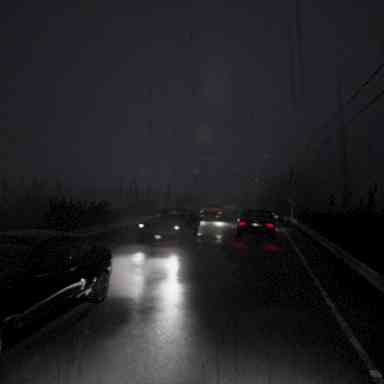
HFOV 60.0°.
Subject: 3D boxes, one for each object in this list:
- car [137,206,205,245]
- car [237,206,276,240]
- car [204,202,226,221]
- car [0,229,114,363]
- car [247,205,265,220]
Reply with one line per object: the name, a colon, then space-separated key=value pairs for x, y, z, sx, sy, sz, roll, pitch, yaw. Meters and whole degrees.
car: x=-0.875 y=1.435 z=15.096 sx=1.895 sy=1.301 sz=4.718 roll=2 pitch=1 yaw=12
car: x=3.345 y=1.540 z=17.298 sx=2.033 sy=1.411 sz=5.357 roll=2 pitch=0 yaw=12
car: x=1.881 y=1.625 z=28.853 sx=1.882 sy=1.535 sz=5.008 roll=2 pitch=-2 yaw=11
car: x=-2.838 y=1.390 z=5.329 sx=1.812 sy=1.442 sz=4.674 roll=2 pitch=0 yaw=12
car: x=6.880 y=2.292 z=36.096 sx=1.812 sy=1.442 sz=4.674 roll=2 pitch=-4 yaw=10
